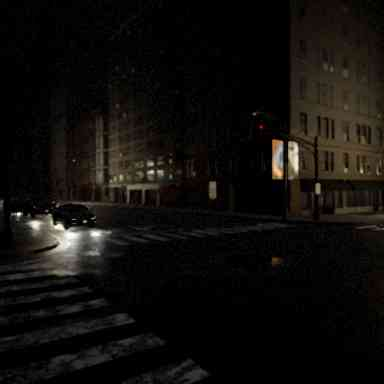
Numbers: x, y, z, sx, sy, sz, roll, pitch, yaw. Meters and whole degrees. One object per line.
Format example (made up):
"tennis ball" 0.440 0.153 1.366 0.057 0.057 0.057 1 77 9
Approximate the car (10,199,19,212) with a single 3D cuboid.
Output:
"car" -20.128 1.568 39.171 2.033 1.411 5.357 -1 0 -36

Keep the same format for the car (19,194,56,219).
"car" -13.924 1.252 30.483 2.150 2.045 5.566 -1 0 -35

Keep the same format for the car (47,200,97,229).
"car" -7.872 1.543 22.038 1.837 1.490 4.892 -1 1 -36
